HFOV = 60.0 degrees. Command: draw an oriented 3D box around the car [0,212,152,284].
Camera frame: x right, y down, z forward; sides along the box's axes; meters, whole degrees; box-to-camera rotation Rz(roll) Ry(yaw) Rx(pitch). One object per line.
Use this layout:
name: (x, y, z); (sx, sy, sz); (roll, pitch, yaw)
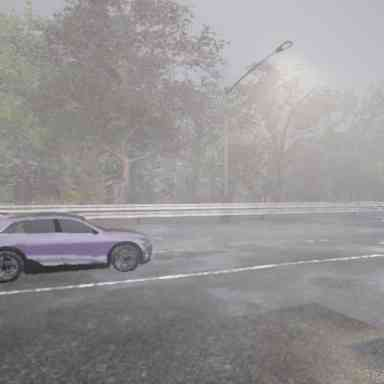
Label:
car: (-3.563, 1.393, 9.344); (4.856, 1.649, 2.033); (0, 0, -23)
